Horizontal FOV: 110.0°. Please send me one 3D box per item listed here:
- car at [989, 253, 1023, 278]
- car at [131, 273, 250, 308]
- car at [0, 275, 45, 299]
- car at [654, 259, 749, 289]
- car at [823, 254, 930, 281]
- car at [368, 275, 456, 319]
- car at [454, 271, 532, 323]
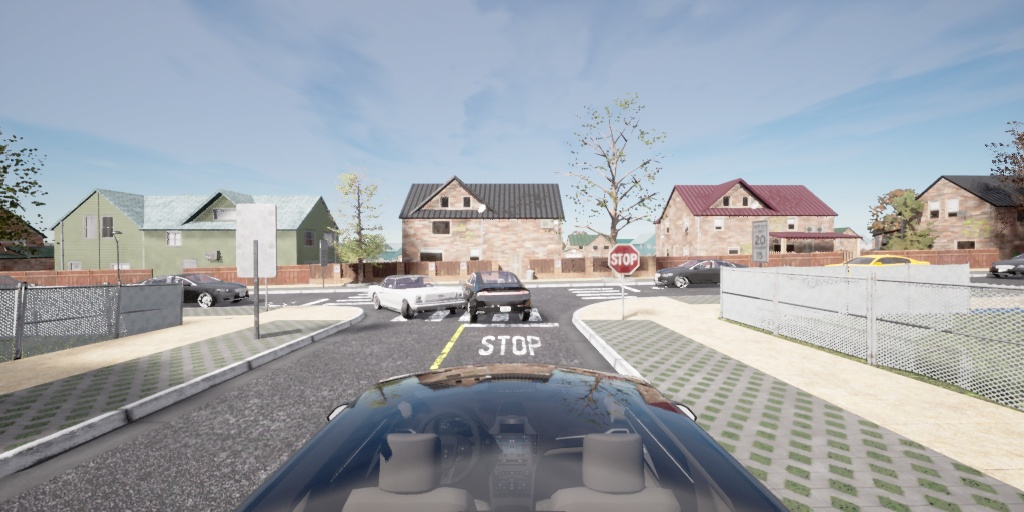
[{"bbox_3d":[29.385,0.478,19.673,4.902,1.511,2.128,-1,1,0],"label":"car"},{"bbox_3d":[-14.903,1.567,16.547,4.902,1.511,2.128,-1,1,0],"label":"car"},{"bbox_3d":[-24.240,1.648,16.507,4.553,1.767,2.097,-1,1,0],"label":"car"},{"bbox_3d":[10.330,0.926,19.600,4.902,1.511,2.128,-1,1,0],"label":"car"},{"bbox_3d":[19.761,0.690,19.637,5.008,1.535,1.882,-1,1,-1],"label":"car"},{"bbox_3d":[-3.602,1.368,13.051,1.895,1.301,4.718,0,0,-38],"label":"car"},{"bbox_3d":[-0.686,1.243,12.192,2.128,1.511,4.902,0,0,-12],"label":"car"}]
